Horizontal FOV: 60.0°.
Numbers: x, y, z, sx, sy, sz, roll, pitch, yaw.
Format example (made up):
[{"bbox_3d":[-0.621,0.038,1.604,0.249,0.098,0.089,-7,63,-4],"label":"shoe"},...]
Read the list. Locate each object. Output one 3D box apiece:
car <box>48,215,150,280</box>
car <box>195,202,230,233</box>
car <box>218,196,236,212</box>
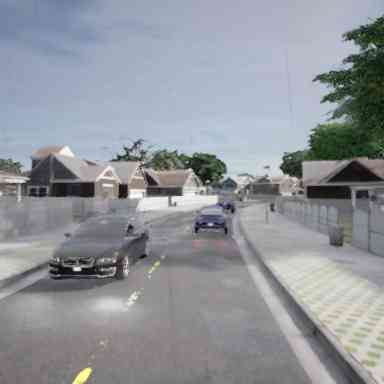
[{"bbox_3d":[-2.487,1.502,9.997,1.837,1.490,4.892,0,0,3],"label":"car"},{"bbox_3d":[1.202,1.534,19.780,1.812,1.442,4.674,0,0,6],"label":"car"},{"bbox_3d":[4.061,1.385,39.026,2.097,1.767,4.553,0,0,11],"label":"car"}]
